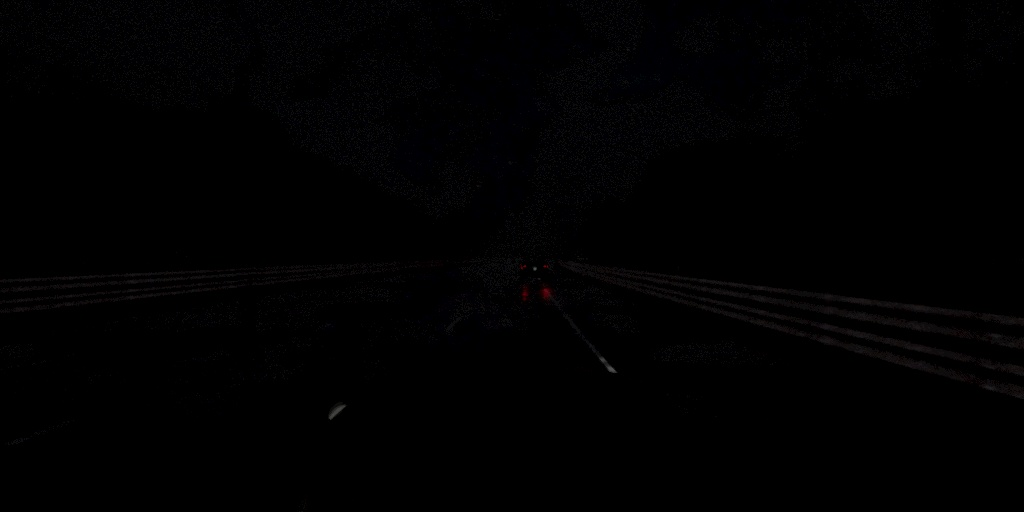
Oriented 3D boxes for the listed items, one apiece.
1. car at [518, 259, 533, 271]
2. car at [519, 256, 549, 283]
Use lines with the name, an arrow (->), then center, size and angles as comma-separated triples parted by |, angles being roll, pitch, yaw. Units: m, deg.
car -> 2.057, 1.284, 53.006 | 1.837, 1.490, 4.892 | 0, 0, 5
car -> 1.728, 0.989, 28.144 | 2.150, 2.045, 5.566 | 0, 0, 2
